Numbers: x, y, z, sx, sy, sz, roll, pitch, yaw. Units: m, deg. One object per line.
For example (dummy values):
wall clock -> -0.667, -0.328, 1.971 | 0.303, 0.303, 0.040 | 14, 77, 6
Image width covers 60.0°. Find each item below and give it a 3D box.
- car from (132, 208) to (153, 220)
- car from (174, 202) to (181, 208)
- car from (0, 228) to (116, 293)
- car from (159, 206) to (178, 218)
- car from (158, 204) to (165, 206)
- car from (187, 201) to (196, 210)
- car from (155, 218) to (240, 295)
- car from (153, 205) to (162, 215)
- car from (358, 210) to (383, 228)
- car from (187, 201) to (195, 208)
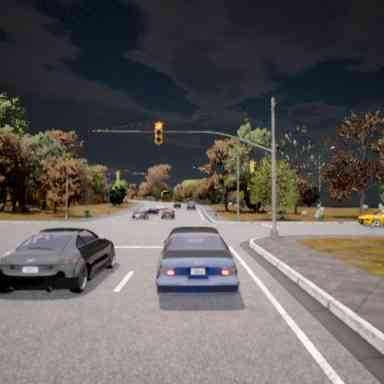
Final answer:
car -> -7.210, 3.110, 46.551 | 2.128, 1.511, 4.902 | 0, -2, 0
car -> -3.769, 3.416, 85.811 | 1.837, 1.490, 4.892 | 0, 0, -1
car -> -3.444, 1.663, 9.100 | 1.994, 1.385, 4.181 | 0, -1, 0
car -> -3.528, 3.260, 50.215 | 1.812, 1.442, 4.674 | 0, -2, 0
car -> -7.196, 3.471, 76.836 | 1.812, 1.442, 4.674 | 0, 0, 0
car -> -0.199, 3.292, 77.873 | 2.097, 1.767, 4.553 | 0, 0, 0
car -> 0.069, 1.645, 8.991 | 2.033, 1.411, 5.357 | 0, -1, -1
car -> -7.218, 3.551, 61.575 | 1.895, 1.301, 4.718 | 0, -1, 0
car -> 17.558, 2.369, 29.906 | 5.008, 1.535, 1.882 | 0, -3, -3
car -> -0.320, 3.222, 88.051 | 1.882, 1.535, 5.008 | 0, 0, -4
